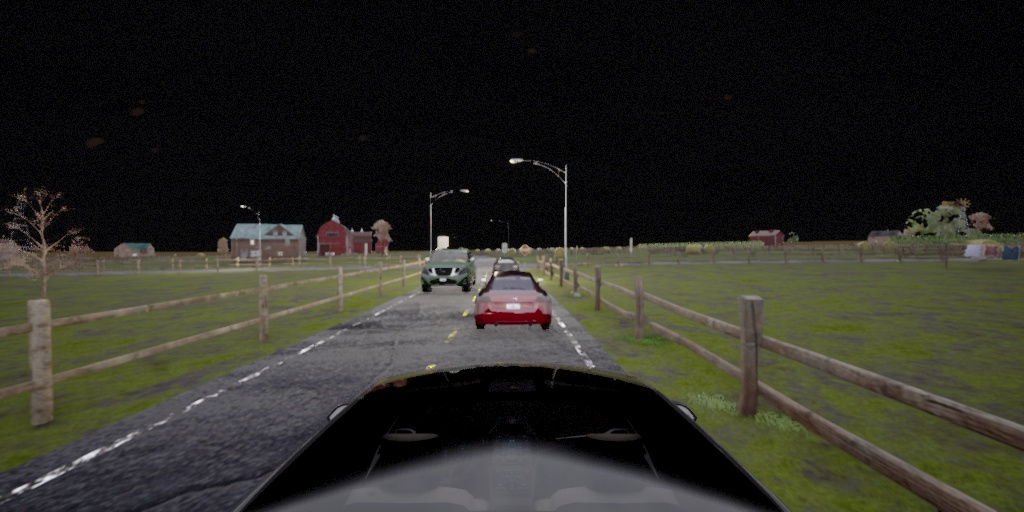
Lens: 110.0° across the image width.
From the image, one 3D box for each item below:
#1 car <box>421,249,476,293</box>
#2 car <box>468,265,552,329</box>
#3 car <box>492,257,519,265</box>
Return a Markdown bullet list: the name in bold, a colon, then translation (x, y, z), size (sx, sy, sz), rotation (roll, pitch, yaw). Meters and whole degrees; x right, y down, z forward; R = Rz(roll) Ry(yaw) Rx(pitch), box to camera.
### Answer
- **car**: translation (-3.020, 0.631, 18.183), size (2.150, 2.045, 5.566), rotation (0, 1, -1)
- **car**: translation (0.006, 1.127, 10.518), size (1.994, 1.385, 4.181), rotation (0, 1, -1)
- **car**: translation (-0.454, 0.782, 25.516), size (1.812, 1.442, 4.674), rotation (0, 1, -2)
